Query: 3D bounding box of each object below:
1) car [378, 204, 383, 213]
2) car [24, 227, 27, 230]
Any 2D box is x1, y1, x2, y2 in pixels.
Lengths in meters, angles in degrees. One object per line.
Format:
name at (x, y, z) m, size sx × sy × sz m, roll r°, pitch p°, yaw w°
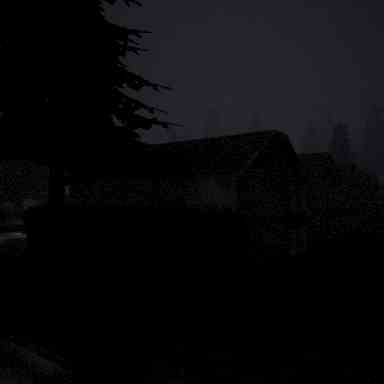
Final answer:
car at (22.610, 2.038, 41.483) m, size 4.902 × 1.511 × 2.128 m, roll -1°, pitch -1°, yaw 29°
car at (-9.423, 1.867, 23.745) m, size 2.097 × 1.767 × 4.553 m, roll -1°, pitch -1°, yaw 36°
